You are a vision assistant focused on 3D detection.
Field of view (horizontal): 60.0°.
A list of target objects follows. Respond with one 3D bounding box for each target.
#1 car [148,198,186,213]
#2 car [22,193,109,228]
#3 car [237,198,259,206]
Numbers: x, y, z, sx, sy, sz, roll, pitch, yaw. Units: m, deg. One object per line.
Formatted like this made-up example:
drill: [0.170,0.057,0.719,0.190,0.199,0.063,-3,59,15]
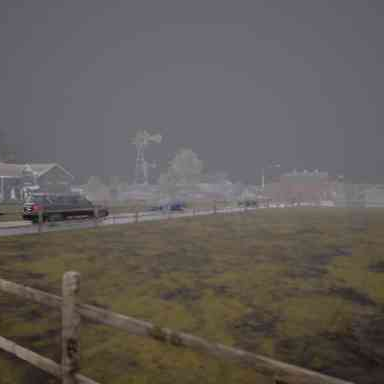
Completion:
car: [-2.612,1.365,35.156,1.882,1.535,5.008,1,0,33]
car: [-8.097,1.118,21.839,2.150,2.045,5.566,1,1,36]
car: [8.902,1.610,52.509,1.895,1.301,4.718,1,0,33]
